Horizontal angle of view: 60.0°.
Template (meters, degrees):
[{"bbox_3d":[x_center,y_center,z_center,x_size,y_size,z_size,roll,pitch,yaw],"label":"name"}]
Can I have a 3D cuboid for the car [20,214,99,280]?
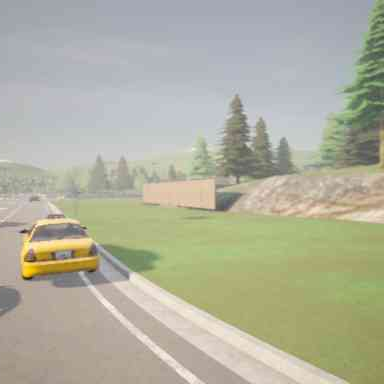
[{"bbox_3d":[-4.107,1.443,10.050,1.801,1.575,5.366,-1,0,-26],"label":"car"}]

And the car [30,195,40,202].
[{"bbox_3d":[-34.337,1.404,72.687,2.033,1.411,5.357,-1,0,-25],"label":"car"}]
